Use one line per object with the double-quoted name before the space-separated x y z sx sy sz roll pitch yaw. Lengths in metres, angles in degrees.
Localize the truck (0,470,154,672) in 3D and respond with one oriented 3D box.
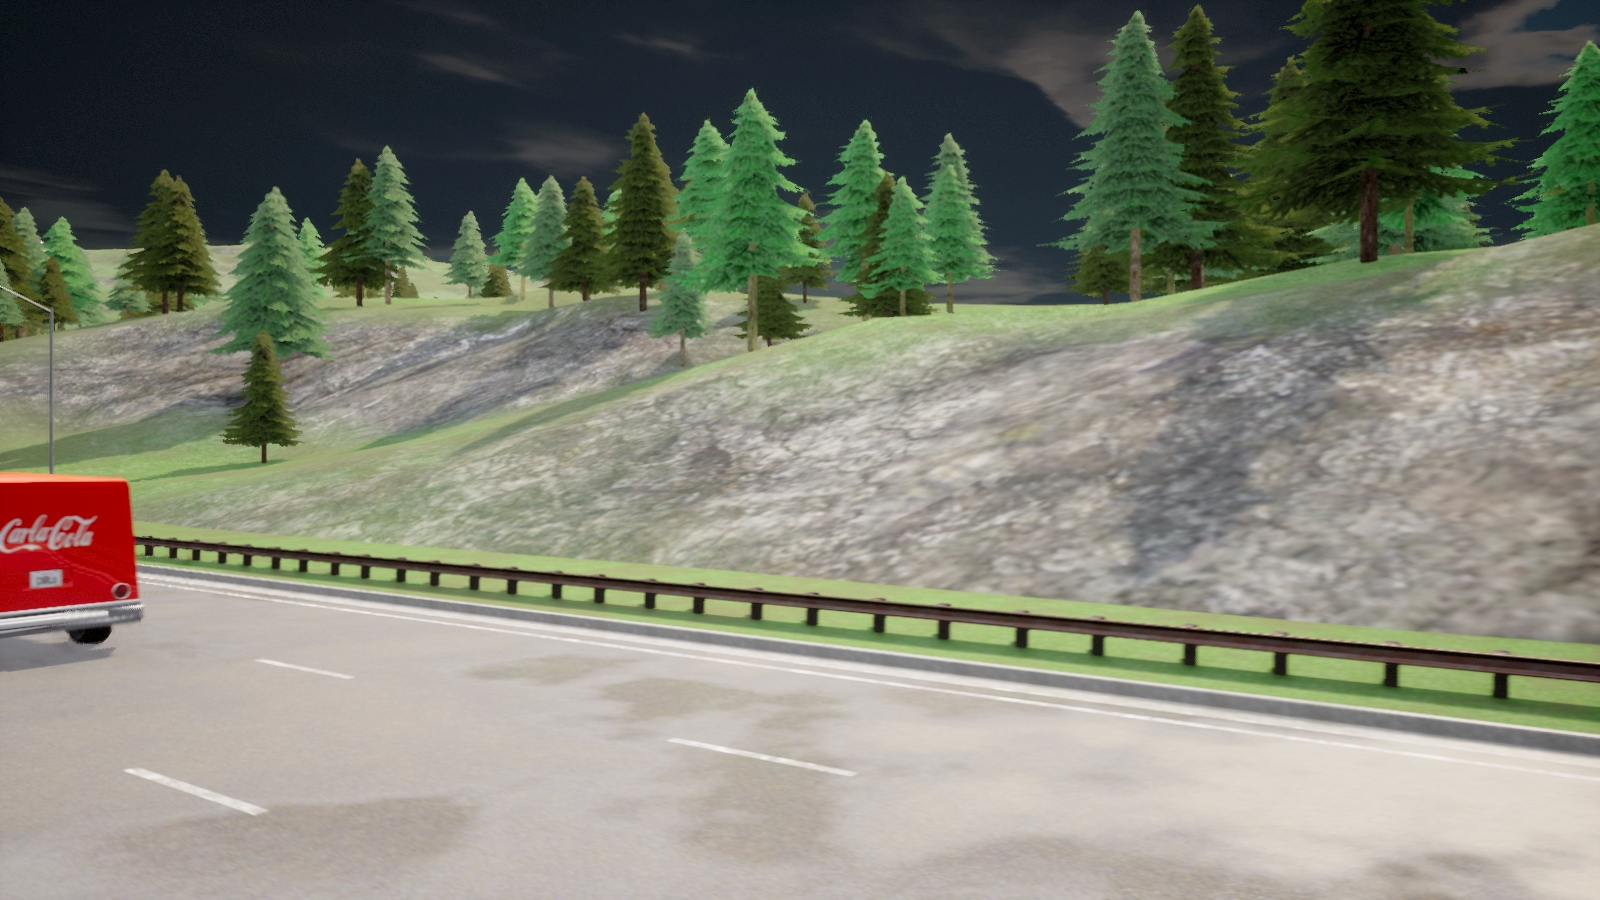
"truck" -11.922 1.570 16.396 5.204 2.467 2.627 0 0 35
